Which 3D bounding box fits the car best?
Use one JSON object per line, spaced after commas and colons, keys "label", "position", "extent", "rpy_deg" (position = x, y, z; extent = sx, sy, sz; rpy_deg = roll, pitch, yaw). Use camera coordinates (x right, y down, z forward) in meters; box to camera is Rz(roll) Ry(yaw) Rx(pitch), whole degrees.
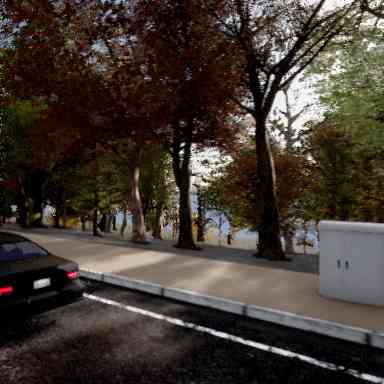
{"label": "car", "position": [-4.491, 1.534, 6.888], "extent": [5.357, 1.411, 2.033], "rpy_deg": [0, 0, 36]}
